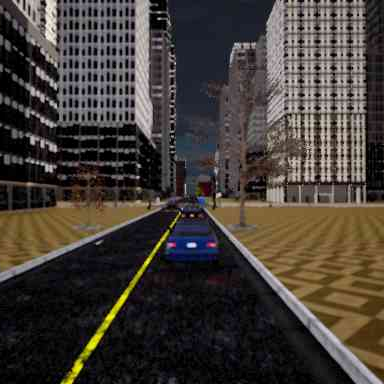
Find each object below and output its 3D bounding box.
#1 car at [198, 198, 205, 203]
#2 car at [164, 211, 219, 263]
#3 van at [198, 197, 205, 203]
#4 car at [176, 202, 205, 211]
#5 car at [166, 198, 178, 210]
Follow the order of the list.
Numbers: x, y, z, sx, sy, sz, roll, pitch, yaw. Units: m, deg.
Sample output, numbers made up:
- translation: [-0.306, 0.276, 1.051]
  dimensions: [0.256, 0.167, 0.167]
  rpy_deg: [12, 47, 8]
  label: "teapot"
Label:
- translation: [2.545, 2.467, 93.844]
  dimensions: [1.887, 1.381, 4.507]
  rpy_deg: [0, -1, 0]
  label: "car"
- translation: [0.004, 1.675, 12.527]
  dimensions: [2.033, 1.411, 5.357]
  rpy_deg: [0, -1, 0]
  label: "car"
- translation: [2.620, 2.209, 88.308]
  dimensions: [1.690, 1.788, 3.998]
  rpy_deg: [0, -1, 0]
  label: "van"
- translation: [-0.006, 1.824, 27.527]
  dimensions: [2.033, 1.411, 5.357]
  rpy_deg: [0, -1, 0]
  label: "car"
- translation: [-3.047, 2.069, 52.545]
  dimensions: [2.033, 1.411, 5.357]
  rpy_deg: [0, -1, 0]
  label: "car"
